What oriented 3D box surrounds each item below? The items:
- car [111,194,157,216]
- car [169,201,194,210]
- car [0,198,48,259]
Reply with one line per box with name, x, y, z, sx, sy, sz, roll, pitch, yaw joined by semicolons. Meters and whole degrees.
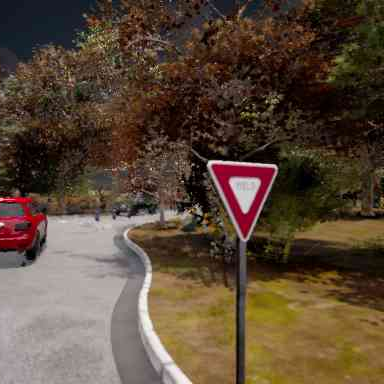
car;-5.660;1.263;33.162;2.150;2.045;5.566;0;0;26
car;-1.109;1.529;42.500;2.128;1.511;4.902;0;0;26
car;-6.725;1.210;12.311;2.150;2.045;5.566;1;0;-19
